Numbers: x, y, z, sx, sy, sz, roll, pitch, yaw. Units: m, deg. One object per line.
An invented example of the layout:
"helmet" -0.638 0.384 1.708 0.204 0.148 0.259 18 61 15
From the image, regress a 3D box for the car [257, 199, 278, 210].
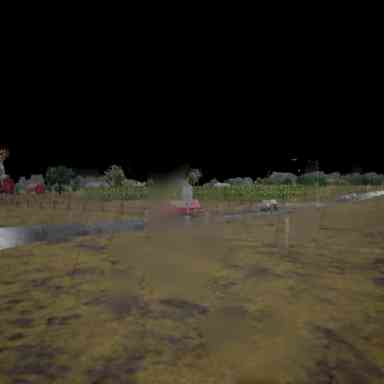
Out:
"car" 12.454 2.023 54.585 2.097 1.767 4.553 -1 0 36

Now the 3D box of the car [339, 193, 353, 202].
"car" 39.242 1.515 85.531 2.097 1.767 4.553 -1 1 36

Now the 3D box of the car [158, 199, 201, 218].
"car" -1.286 1.823 35.831 2.150 2.045 5.566 -1 -2 36
